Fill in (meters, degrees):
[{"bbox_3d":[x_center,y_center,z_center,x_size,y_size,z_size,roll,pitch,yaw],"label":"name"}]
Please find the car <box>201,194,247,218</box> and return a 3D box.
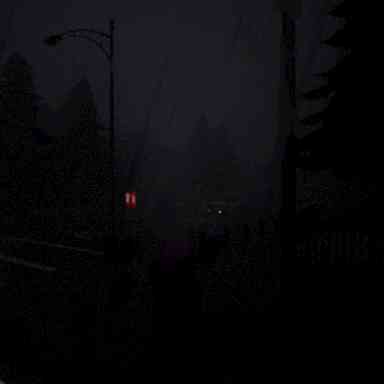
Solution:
[{"bbox_3d":[3.014,1.210,30.056,2.150,2.045,5.566,0,0,35],"label":"car"}]
